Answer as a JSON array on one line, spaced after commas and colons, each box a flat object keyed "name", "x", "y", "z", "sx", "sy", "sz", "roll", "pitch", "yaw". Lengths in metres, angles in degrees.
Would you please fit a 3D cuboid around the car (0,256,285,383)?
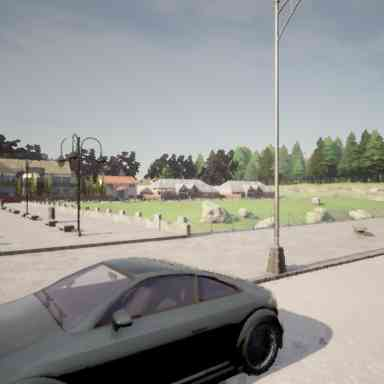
[{"name": "car", "x": -0.823, "y": 1.564, "z": 4.023, "sx": 4.181, "sy": 1.385, "sz": 1.994, "roll": 0, "pitch": 0, "yaw": -36}]
